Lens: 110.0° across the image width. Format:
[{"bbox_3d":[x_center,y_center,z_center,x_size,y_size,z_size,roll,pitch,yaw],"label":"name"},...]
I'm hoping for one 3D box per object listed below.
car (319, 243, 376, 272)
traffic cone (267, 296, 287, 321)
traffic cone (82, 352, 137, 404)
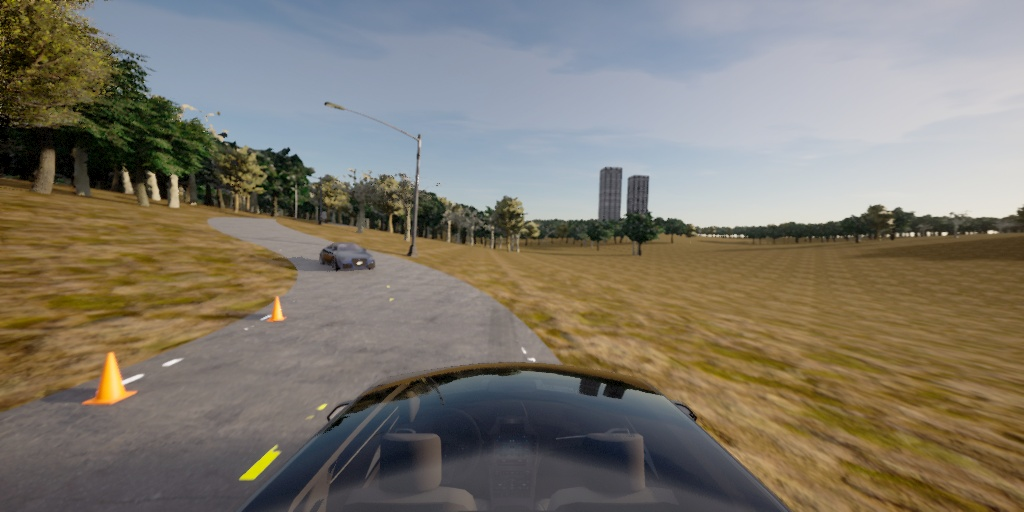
[{"bbox_3d":[-9.216,-0.036,20.011,1.994,1.385,4.181,-1,7,-42],"label":"car"},{"bbox_3d":[-5.966,1.314,9.109,0.340,0.580,0.340,0,0,-15],"label":"traffic cone"},{"bbox_3d":[-5.129,1.525,4.585,0.340,0.580,0.340,0,0,-6],"label":"traffic cone"}]
